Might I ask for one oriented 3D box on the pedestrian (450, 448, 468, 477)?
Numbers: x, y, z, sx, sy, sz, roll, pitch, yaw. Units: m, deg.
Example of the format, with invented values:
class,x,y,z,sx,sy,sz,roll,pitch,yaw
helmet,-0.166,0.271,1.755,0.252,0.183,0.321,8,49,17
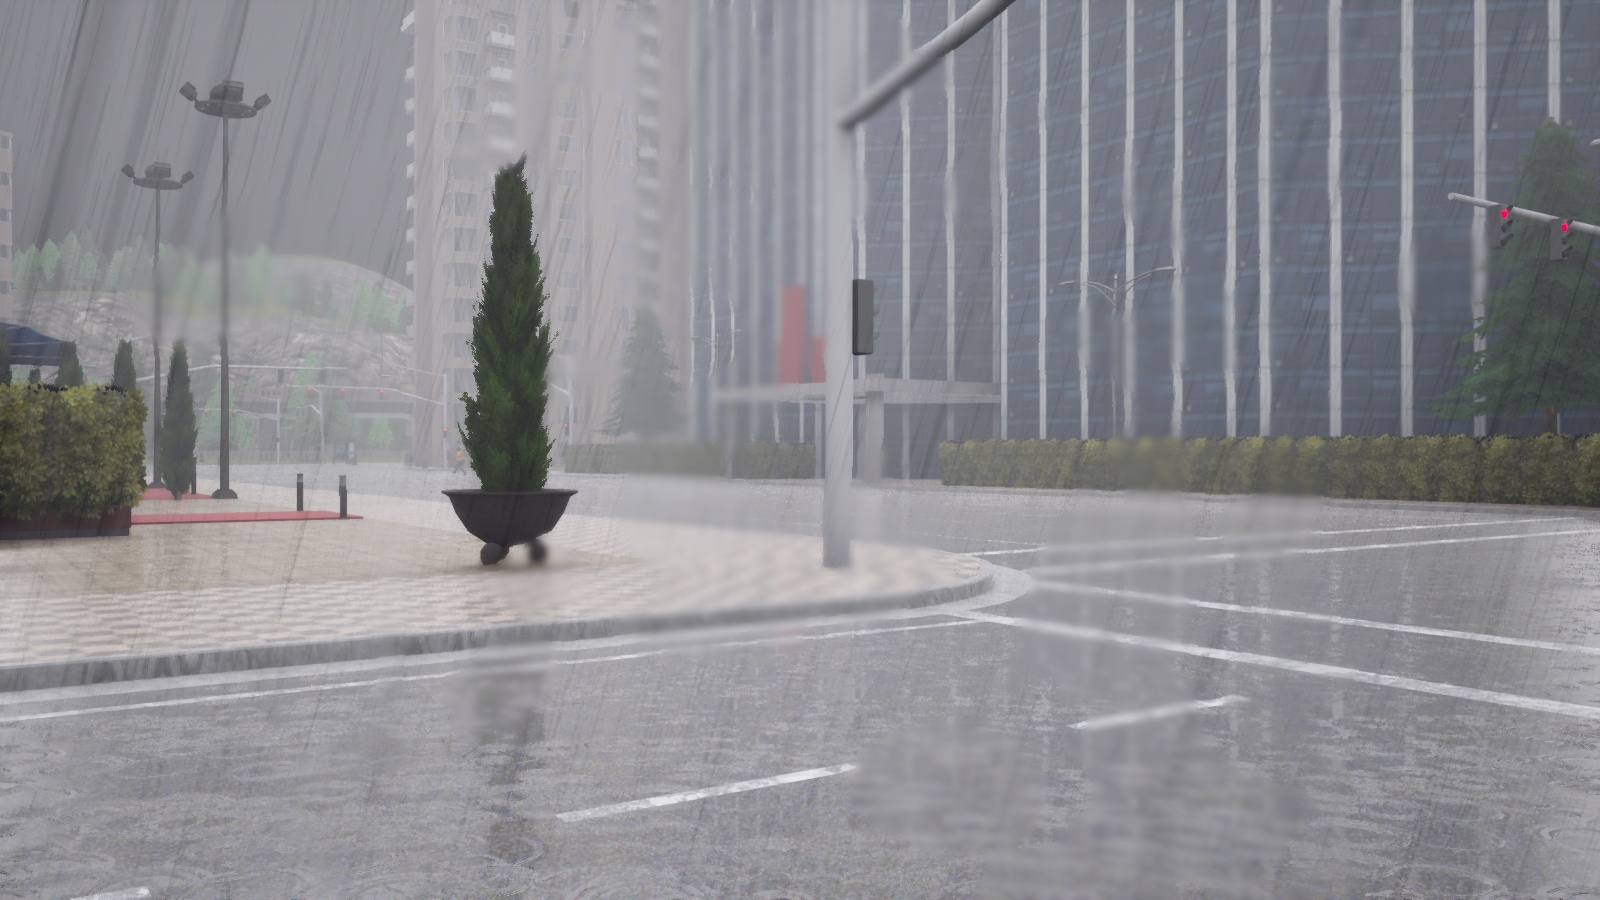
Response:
class,x,y,z,sx,sy,sz,roll,pitch,yaw
pedestrian,-21.876,0.784,80.508,0.900,1.855,0.874,0,0,-33
